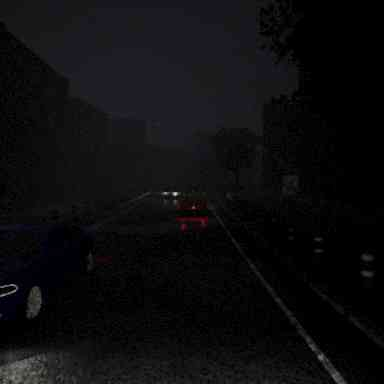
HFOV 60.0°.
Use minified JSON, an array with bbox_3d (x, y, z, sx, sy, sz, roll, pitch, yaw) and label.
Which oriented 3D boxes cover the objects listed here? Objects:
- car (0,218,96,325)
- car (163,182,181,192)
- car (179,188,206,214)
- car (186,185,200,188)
[{"bbox_3d":[-3.601,1.420,7.254,1.882,1.535,5.008,0,1,0],"label":"car"},{"bbox_3d":[-3.032,-0.779,51.888,1.812,1.442,4.674,0,3,9],"label":"car"},{"bbox_3d":[0.098,0.790,25.742,1.882,1.535,5.008,0,3,0],"label":"car"},{"bbox_3d":[0.121,-0.175,42.962,1.994,1.385,4.181,0,4,1],"label":"car"}]
